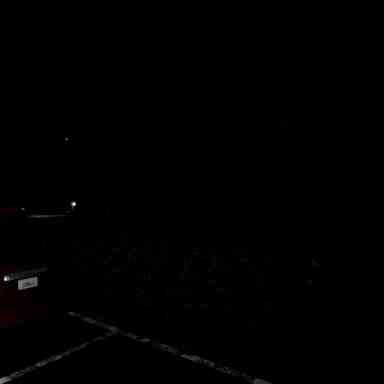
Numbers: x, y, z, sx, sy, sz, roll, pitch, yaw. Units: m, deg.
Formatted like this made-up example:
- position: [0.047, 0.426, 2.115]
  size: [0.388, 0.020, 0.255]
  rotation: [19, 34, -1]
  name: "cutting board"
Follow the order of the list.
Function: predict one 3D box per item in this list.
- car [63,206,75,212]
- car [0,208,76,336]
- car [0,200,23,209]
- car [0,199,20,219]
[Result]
- position: [-12.163, 1.838, 37.951]
  size: [1.895, 1.301, 4.718]
  rotation: [-1, -1, 36]
  name: "car"
- position: [-4.142, 1.317, 5.907]
  size: [5.009, 1.841, 2.192]
  rotation: [0, -1, 36]
  name: "car"
- position: [-16.106, 1.464, 27.278]
  size: [2.097, 1.767, 4.553]
  rotation: [-1, -1, 37]
  name: "car"
- position: [-18.239, 1.503, 29.766]
  size: [2.097, 1.767, 4.553]
  rotation: [-1, -1, 37]
  name: "car"
